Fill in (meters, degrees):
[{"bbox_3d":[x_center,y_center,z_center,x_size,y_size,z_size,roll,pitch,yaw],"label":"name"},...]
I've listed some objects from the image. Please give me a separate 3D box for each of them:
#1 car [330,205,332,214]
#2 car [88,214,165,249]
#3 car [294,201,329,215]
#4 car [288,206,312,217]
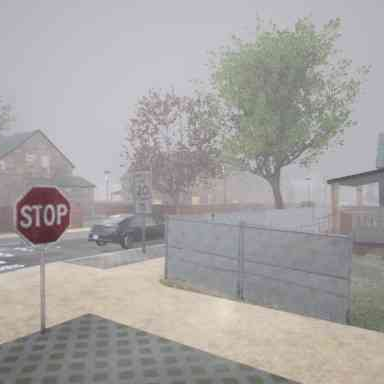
[{"bbox_3d":[20.651,2.684,49.373,2.033,1.411,5.357,-1,-2,35],"label":"car"},{"bbox_3d":[-2.672,1.740,15.637,1.812,1.442,4.674,-1,-2,35],"label":"car"},{"bbox_3d":[14.860,2.128,40.918,2.150,2.045,5.566,-1,-2,35],"label":"car"},{"bbox_3d":[15.064,2.663,46.125,1.895,1.301,4.718,-1,-2,35],"label":"car"}]
